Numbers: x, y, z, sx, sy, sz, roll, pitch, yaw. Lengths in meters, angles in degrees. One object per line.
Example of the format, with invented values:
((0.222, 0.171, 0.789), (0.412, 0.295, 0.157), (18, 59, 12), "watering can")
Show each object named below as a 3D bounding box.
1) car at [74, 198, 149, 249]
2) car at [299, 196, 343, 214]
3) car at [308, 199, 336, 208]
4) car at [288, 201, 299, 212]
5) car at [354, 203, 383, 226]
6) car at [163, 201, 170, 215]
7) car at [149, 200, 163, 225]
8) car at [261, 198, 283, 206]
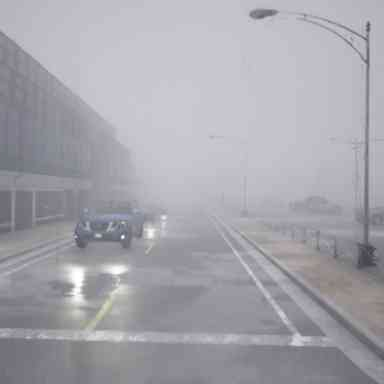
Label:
((-3.603, 1.321, 15.513), (2.150, 2.045, 5.566), (1, 0, 0), "car")
((14.138, 1.424, 36.069), (3.866, 1.878, 1.905), (1, 0, 0), "car")
((21.258, 1.847, 54.585), (3.806, 1.475, 1.970), (1, 0, 0), "car")
((13.722, 1.446, 38.974), (4.605, 1.855, 1.932), (1, 0, 0), "car")
((14.152, 1.474, 23.274), (5.027, 1.636, 2.152), (1, 0, 0), "car")
((-3.603, 1.669, 36.456), (1.812, 1.442, 4.674), (1, 0, 0), "car")
((-3.613, 1.599, 25.902), (1.882, 1.535, 5.008), (1, 0, 0), "car")
((13.835, 1.763, 57.557), (3.633, 1.501, 1.845), (1, 0, 0), "car")
